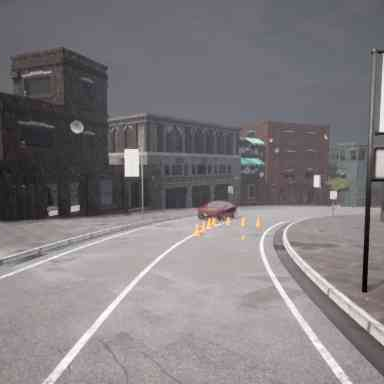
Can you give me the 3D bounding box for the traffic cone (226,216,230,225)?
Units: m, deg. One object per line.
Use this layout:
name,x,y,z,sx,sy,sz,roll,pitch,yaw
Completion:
traffic cone,2.485,1.956,22.674,0.340,0.580,0.340,2,0,12

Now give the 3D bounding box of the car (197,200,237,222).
car,2.107,1.431,26.707,1.882,1.535,5.008,2,1,26
